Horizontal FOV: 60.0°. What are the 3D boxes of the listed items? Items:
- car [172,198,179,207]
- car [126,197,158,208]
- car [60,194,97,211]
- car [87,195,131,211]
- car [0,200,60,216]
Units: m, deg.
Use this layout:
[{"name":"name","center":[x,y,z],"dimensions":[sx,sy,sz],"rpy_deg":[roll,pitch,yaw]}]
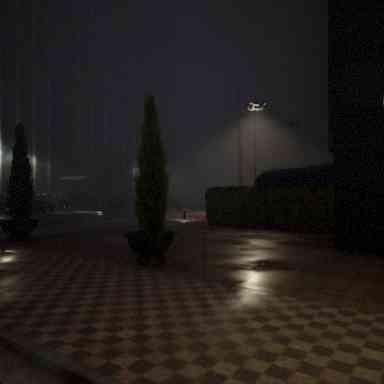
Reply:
[{"name":"car","center":[-3.788,1.525,49.703],"dimensions":[1.812,1.442,4.674],"rpy_deg":[0,0,35]},{"name":"car","center":[-7.528,1.492,50.467],"dimensions":[2.128,1.511,4.902],"rpy_deg":[0,0,35]},{"name":"car","center":[-14.091,1.222,41.069],"dimensions":[2.150,2.045,5.566],"rpy_deg":[0,0,35]},{"name":"car","center":[-9.958,1.505,40.873],"dimensions":[1.837,1.490,4.892],"rpy_deg":[0,0,35]},{"name":"car","center":[-15.878,1.505,32.366],"dimensions":[1.837,1.490,4.892],"rpy_deg":[0,0,35]}]
